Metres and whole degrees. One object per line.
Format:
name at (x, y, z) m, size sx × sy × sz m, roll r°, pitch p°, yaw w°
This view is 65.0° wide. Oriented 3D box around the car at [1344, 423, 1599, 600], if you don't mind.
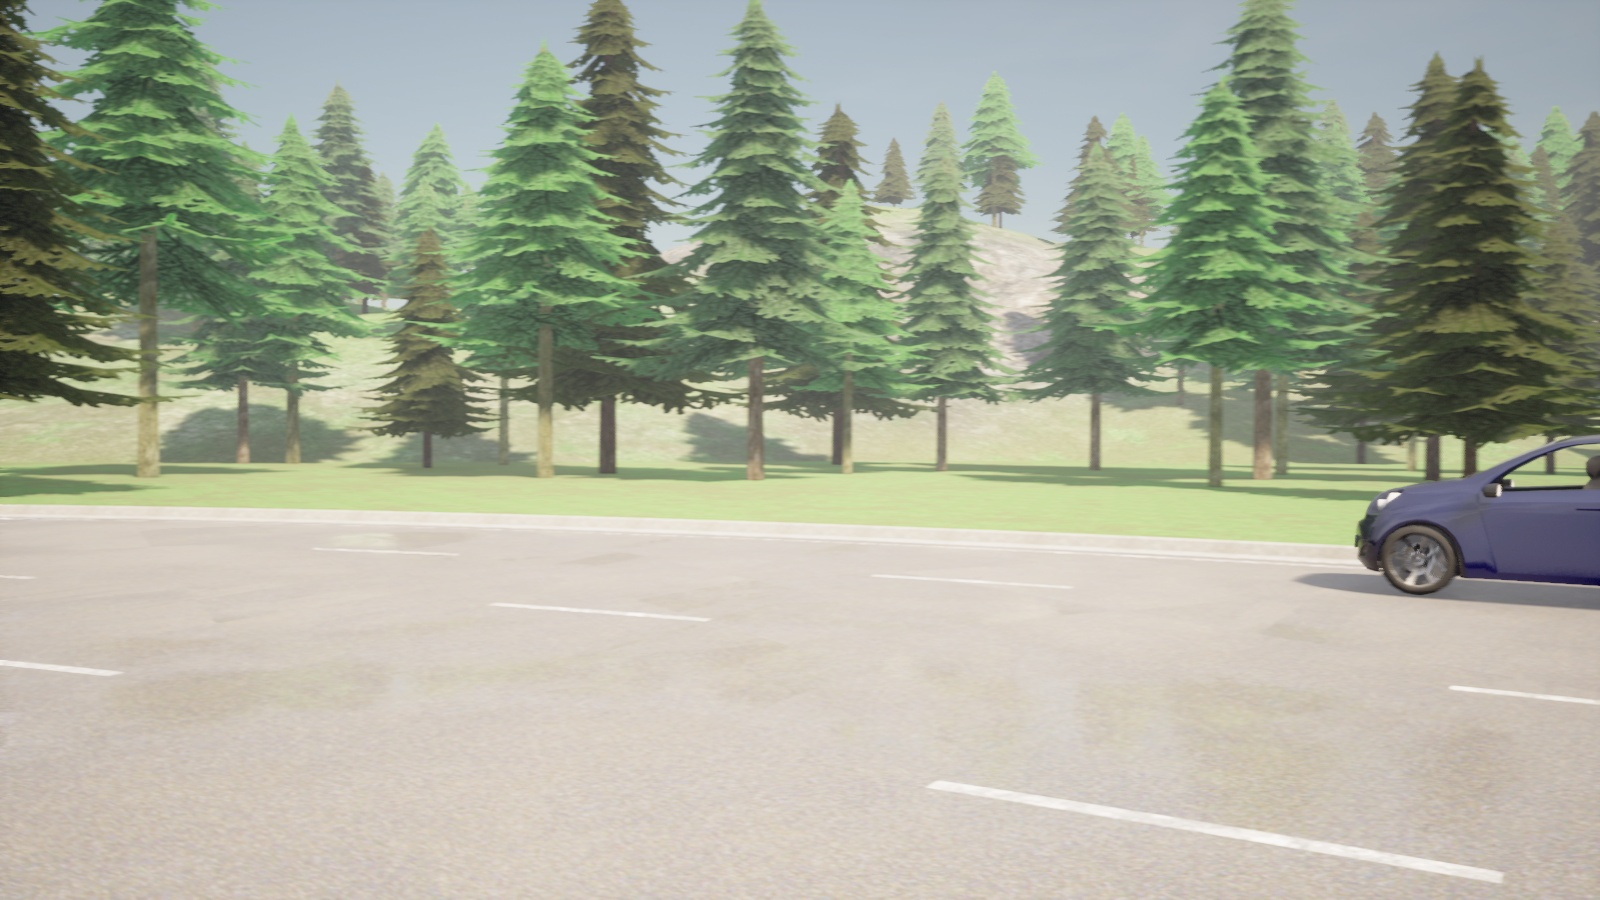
car at (7.107, 0.507, 11.496) m, size 3.633 × 1.501 × 1.845 m, roll 0°, pitch 1°, yaw 33°
